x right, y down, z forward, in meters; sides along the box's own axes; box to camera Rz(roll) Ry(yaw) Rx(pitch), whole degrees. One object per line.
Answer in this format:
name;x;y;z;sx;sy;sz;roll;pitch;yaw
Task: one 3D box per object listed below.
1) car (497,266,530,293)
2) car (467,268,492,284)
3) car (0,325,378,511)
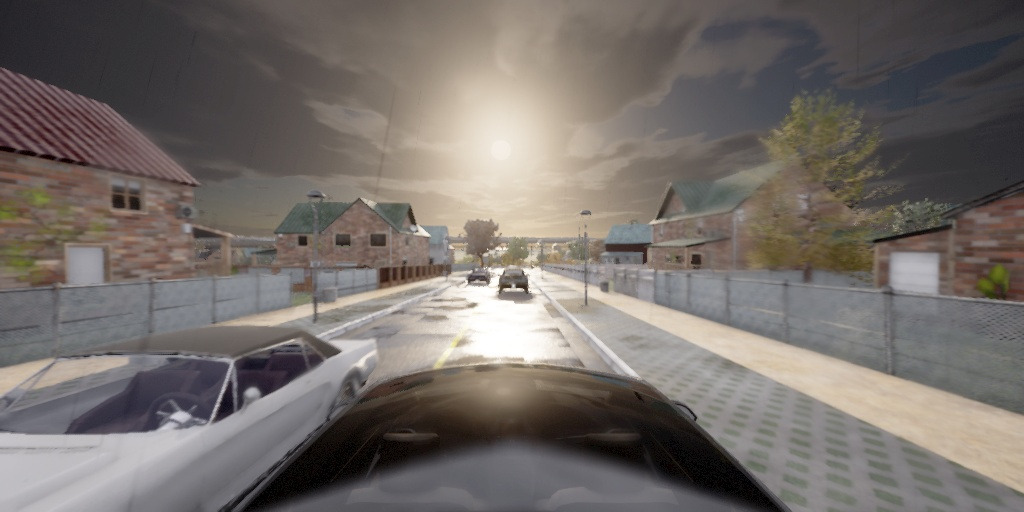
car;0.093;1.551;23.497;1.837;1.490;4.892;0;-1;0
car;-2.859;1.770;31.910;1.895;1.301;4.718;0;-1;0
car;-2.844;1.367;2.902;1.895;1.301;4.718;0;-1;0
